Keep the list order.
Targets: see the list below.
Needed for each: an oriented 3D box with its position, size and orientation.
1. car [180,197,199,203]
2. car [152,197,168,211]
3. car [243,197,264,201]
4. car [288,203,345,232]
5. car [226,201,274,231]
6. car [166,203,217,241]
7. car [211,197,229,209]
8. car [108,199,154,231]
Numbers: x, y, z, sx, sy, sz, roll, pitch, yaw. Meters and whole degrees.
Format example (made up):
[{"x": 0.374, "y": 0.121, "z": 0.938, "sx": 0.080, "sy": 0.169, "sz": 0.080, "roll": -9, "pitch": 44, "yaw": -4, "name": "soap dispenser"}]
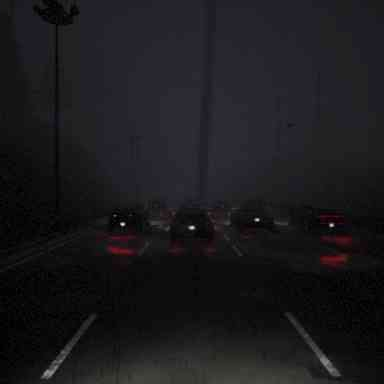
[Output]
[{"x": -0.266, "y": 1.250, "z": 35.993, "sx": 2.128, "sy": 1.511, "sz": 4.902, "roll": 0, "pitch": 0, "yaw": -1, "name": "car"}, {"x": -3.798, "y": 1.276, "z": 37.123, "sx": 1.812, "sy": 1.442, "sz": 4.674, "roll": 0, "pitch": 0, "yaw": -1, "name": "car"}, {"x": 6.731, "y": 1.262, "z": 36.164, "sx": 1.837, "sy": 1.490, "sz": 4.892, "roll": 0, "pitch": 0, "yaw": -1, "name": "car"}, {"x": 6.939, "y": 1.377, "z": 19.014, "sx": 1.837, "sy": 1.490, "sz": 4.892, "roll": 0, "pitch": 0, "yaw": -1, "name": "car"}, {"x": 3.432, "y": 1.432, "z": 19.614, "sx": 1.994, "sy": 1.385, "sz": 4.181, "roll": 0, "pitch": 0, "yaw": -1, "name": "car"}, {"x": -0.027, "y": 1.456, "z": 15.995, "sx": 1.994, "sy": 1.385, "sz": 4.181, "roll": 0, "pitch": 0, "yaw": -1, "name": "car"}, {"x": 3.203, "y": 1.276, "z": 37.169, "sx": 1.812, "sy": 1.442, "sz": 4.674, "roll": 0, "pitch": 0, "yaw": -1, "name": "car"}, {"x": -3.566, "y": 1.374, "z": 19.367, "sx": 1.837, "sy": 1.490, "sz": 4.892, "roll": 0, "pitch": 0, "yaw": -1, "name": "car"}]
